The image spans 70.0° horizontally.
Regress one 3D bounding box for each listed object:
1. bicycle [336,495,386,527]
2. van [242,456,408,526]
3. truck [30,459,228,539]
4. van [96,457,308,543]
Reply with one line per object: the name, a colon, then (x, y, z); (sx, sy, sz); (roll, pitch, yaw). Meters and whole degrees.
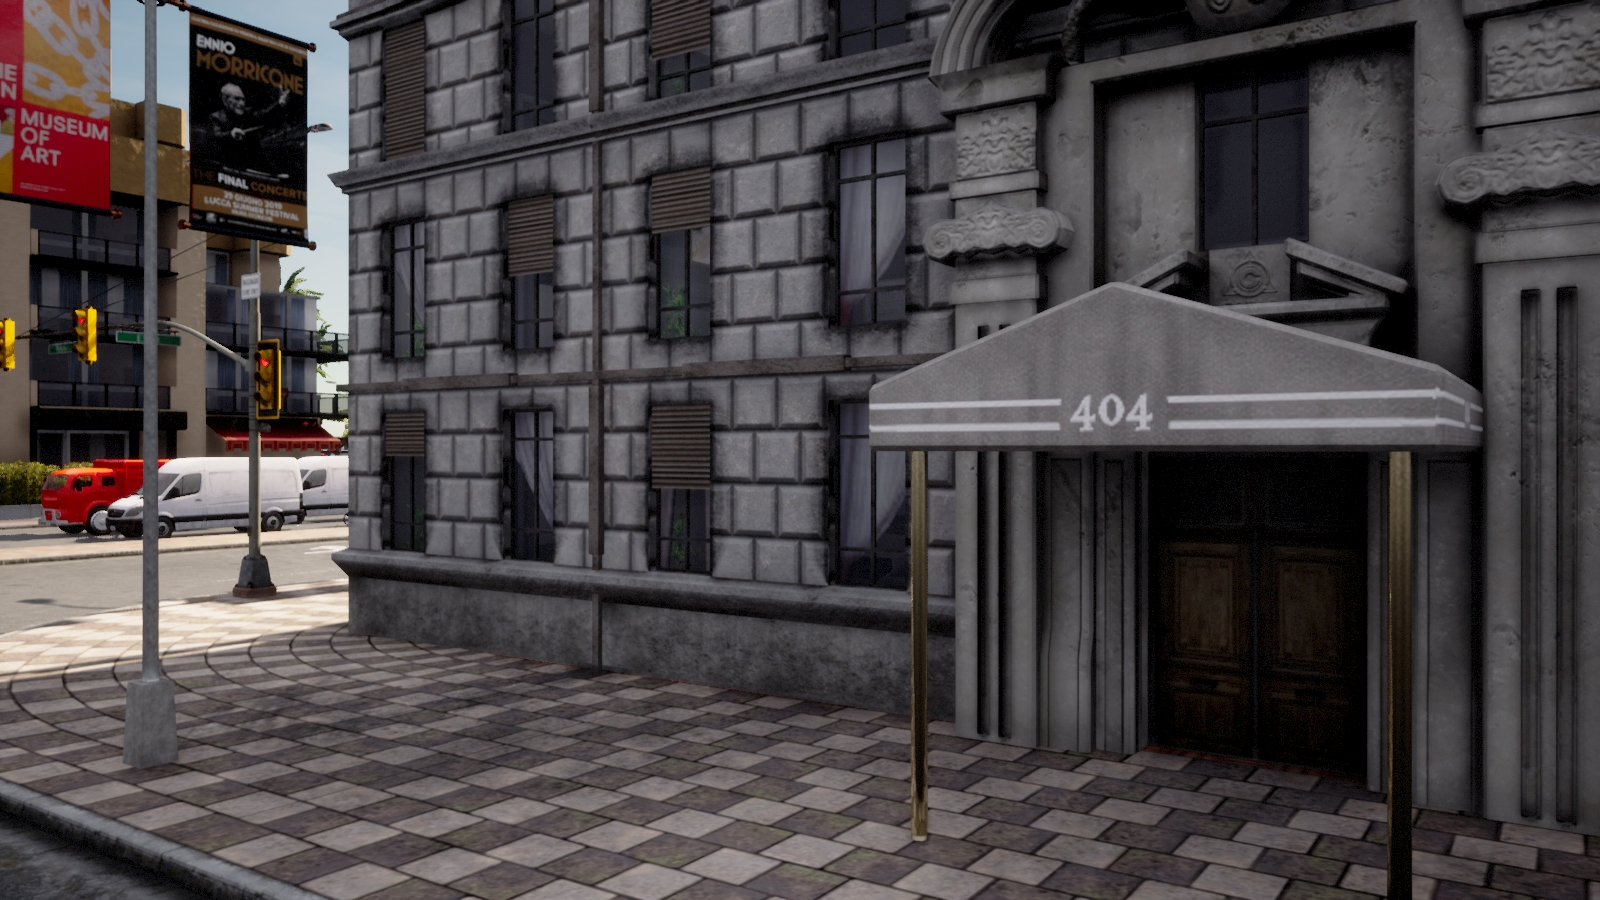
bicycle: (-16.252, 2.252, 42.334); (0.859, 1.080, 1.487); (0, 0, 34)
van: (-18.591, 1.530, 45.028); (1.988, 2.561, 5.915); (0, 0, 35)
truck: (-22.766, 1.563, 38.967); (2.627, 2.467, 5.204); (0, 0, 34)
van: (-19.485, 1.530, 37.556); (1.988, 2.561, 5.915); (0, 0, 34)
